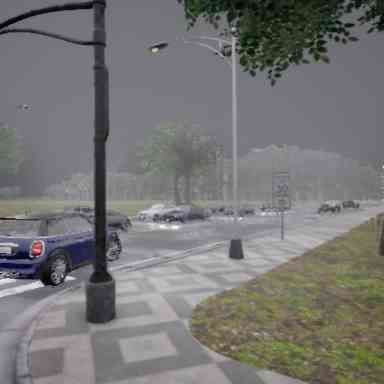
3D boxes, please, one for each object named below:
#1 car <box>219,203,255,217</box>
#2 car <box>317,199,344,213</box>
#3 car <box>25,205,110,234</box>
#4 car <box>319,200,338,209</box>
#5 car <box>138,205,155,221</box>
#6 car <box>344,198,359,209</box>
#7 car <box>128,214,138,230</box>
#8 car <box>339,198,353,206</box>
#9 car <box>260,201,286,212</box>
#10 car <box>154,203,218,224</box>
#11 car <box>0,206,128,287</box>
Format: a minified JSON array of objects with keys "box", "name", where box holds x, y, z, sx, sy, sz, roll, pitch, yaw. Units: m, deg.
[{"box":[5.020,1.831,35.064,1.994,1.385,4.181,-1,-1,34],"name":"car"},{"box":[16.482,1.770,39.930,1.812,1.442,4.674,-1,-1,34],"name":"car"},{"box":[-8.011,1.695,21.844,2.128,1.511,4.902,-1,-1,34],"name":"car"},{"box":[22.342,1.961,54.205,1.994,1.385,4.181,-1,-1,34],"name":"car"},{"box":[-2.827,1.782,29.397,1.812,1.442,4.674,-1,-1,35],"name":"car"},{"box":[25.028,1.857,52.375,1.837,1.490,4.892,-1,-1,34],"name":"car"},{"box":[-5.563,1.720,19.648,1.994,1.385,4.181,-1,-1,34],"name":"car"},{"box":[31.249,2.043,67.349,1.812,1.442,4.674,-1,-1,34],"name":"car"},{"box":[10.741,1.880,43.325,2.033,1.411,5.357,-1,-1,35],"name":"car"},{"box":[-0.341,1.757,27.269,2.033,1.411,5.357,-1,-1,35],"name":"car"},{"box":[-3.832,1.367,9.659,2.097,1.767,4.553,0,-1,12],"name":"car"}]
